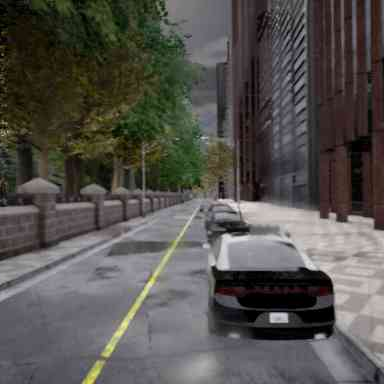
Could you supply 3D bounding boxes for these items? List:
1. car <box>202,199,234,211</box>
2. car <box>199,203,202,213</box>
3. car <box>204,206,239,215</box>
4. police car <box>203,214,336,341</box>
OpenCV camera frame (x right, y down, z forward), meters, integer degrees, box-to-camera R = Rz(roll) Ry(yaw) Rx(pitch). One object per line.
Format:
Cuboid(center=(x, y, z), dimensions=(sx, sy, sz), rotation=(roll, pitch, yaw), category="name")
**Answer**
Cuboid(center=(1.918, 1.592, 22.855), dimensions=(2.097, 1.767, 4.553), rotation=(-1, -1, 2), category="car")
Cuboid(center=(1.967, 2.033, 45.123), dimensions=(2.033, 1.411, 5.357), rotation=(-1, -1, 3), category="car")
Cuboid(center=(1.671, 1.683, 16.889), dimensions=(1.837, 1.490, 4.892), rotation=(-1, -1, 2), category="car")
Cuboid(center=(1.260, 1.497, 7.009), dimensions=(1.930, 1.638, 5.238), rotation=(-1, -1, 2), category="police car")
